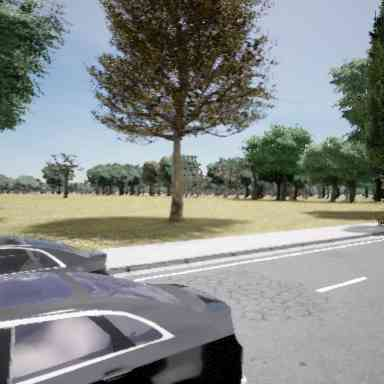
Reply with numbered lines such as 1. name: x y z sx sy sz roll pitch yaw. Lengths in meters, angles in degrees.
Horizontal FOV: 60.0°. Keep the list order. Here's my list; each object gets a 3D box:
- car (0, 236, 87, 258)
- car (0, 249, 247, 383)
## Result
1. car: -3.652 1.504 5.071 4.892 1.490 1.837 0 0 -35
2. car: -1.778 1.491 2.417 4.902 1.511 2.128 0 0 -36
